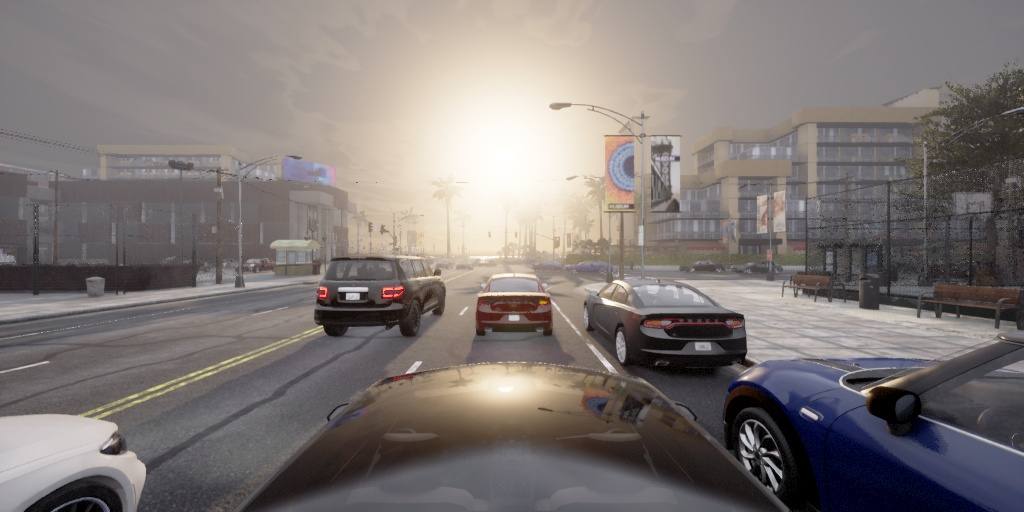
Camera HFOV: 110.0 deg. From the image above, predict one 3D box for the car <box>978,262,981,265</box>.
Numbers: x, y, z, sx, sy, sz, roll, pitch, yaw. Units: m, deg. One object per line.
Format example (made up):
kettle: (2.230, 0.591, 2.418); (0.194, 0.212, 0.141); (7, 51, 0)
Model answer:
car: (45.183, 1.102, 31.771); (4.553, 1.767, 2.097); (0, 0, -1)

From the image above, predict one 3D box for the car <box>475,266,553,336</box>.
car: (0.064, 1.228, 10.461); (1.882, 1.535, 5.008); (0, 0, 0)

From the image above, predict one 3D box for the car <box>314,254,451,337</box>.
car: (-3.437, 0.971, 10.475); (2.150, 2.045, 5.566); (0, 0, 0)

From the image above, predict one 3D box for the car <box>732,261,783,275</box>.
car: (26.411, 1.254, 38.700); (4.892, 1.490, 1.837); (0, 0, 0)

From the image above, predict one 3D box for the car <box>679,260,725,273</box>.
car: (22.331, 1.227, 42.168); (5.008, 1.535, 1.882); (0, 0, 0)

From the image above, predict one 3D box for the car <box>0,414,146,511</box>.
car: (-3.410, 1.276, 0.445); (1.812, 1.442, 4.674); (0, 0, 0)

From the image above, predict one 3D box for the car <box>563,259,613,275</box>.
car: (8.486, 1.227, 39.445); (5.008, 1.535, 1.882); (0, 1, 13)

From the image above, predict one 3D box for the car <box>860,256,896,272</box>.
car: (44.489, 0.973, 42.270); (5.566, 2.045, 2.150); (0, 0, 0)

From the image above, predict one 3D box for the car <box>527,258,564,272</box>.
car: (4.684, 1.276, 45.828); (4.674, 1.442, 1.812); (0, 1, 43)

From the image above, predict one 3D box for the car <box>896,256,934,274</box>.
car: (45.181, 1.131, 38.771); (4.553, 1.767, 2.097); (0, 0, -1)

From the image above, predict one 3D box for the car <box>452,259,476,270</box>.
car: (-6.866, 1.314, 51.828); (1.994, 1.385, 4.181); (0, 0, 3)

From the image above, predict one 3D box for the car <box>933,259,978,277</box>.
car: (45.182, 1.255, 35.271); (4.892, 1.490, 1.837); (0, 0, -1)
